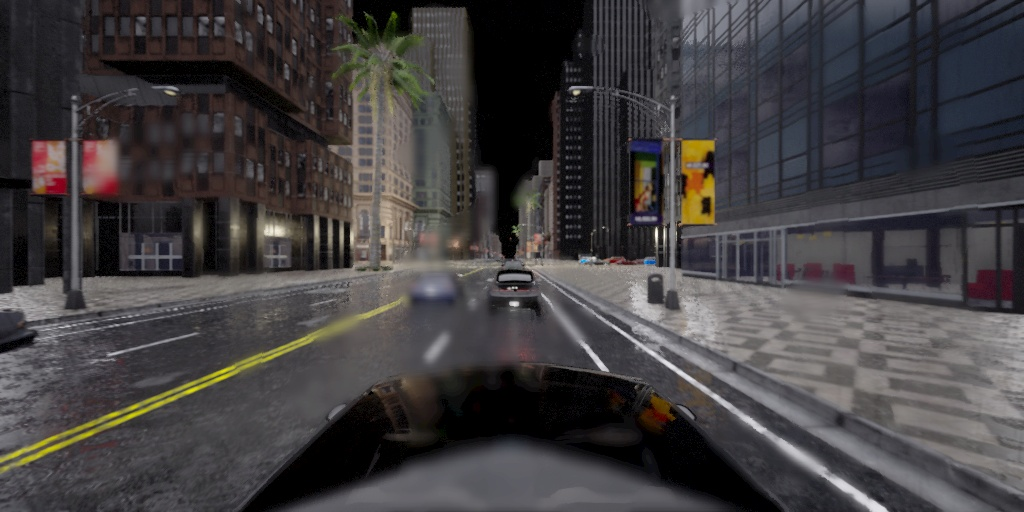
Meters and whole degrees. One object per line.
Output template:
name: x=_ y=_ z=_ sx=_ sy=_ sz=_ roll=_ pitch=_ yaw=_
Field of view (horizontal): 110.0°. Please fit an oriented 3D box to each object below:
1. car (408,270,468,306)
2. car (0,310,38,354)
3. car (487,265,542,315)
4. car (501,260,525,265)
car: x=-3.147 y=1.313 z=15.944 sx=1.994 sy=1.385 sz=4.181 roll=0 pitch=0 yaw=0
car: x=-9.851 y=1.297 z=4.256 sx=2.033 sy=1.411 sz=5.357 roll=0 pitch=0 yaw=0
car: x=0.103 y=1.254 z=13.670 sx=1.837 sy=1.490 sz=4.892 roll=0 pitch=0 yaw=0
car: x=0.109 y=1.103 z=31.447 sx=2.097 sy=1.767 sz=4.553 roll=0 pitch=0 yaw=0
